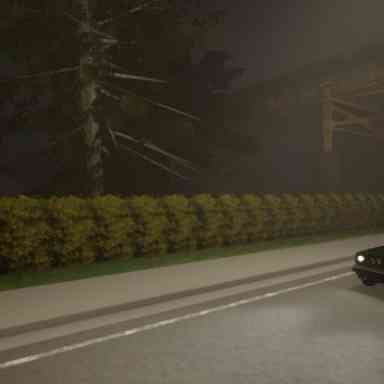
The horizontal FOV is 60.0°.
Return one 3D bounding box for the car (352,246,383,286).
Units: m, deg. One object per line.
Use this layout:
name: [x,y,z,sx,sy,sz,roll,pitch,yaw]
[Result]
car: [6.009,1.596,8.209,4.718,1.301,1.895,0,0,-35]
